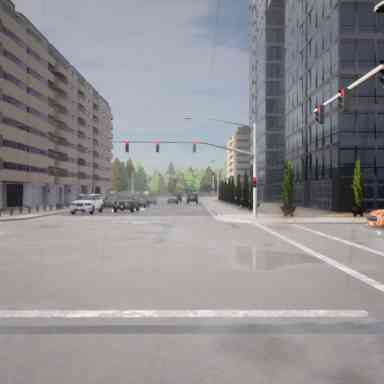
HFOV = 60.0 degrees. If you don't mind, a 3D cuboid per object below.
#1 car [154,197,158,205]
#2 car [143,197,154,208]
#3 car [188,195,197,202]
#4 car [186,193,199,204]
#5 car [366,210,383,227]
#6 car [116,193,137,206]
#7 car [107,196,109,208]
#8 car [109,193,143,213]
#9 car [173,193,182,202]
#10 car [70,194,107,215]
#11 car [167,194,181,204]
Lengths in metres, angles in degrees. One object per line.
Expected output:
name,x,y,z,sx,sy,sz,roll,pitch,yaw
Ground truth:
car,-7.186,1.564,58.341,1.994,1.385,4.181,0,0,1
car,-7.324,1.547,48.321,2.033,1.411,5.357,0,0,1
car,0.099,1.500,74.501,1.837,1.490,4.892,0,0,1
car,0.064,1.221,63.788,2.150,2.045,5.566,0,0,1
car,13.579,1.407,21.064,4.553,1.767,2.097,0,0,0
car,-10.735,1.221,54.948,2.150,2.045,5.566,0,0,1
car,-10.866,1.352,44.746,2.097,1.767,4.553,0,0,1
car,-7.418,1.221,38.077,2.150,2.045,5.566,0,0,1
car,-3.401,1.225,74.654,2.150,2.045,5.566,0,0,1
car,-10.927,1.221,34.902,2.150,2.045,5.566,0,0,-1
car,-3.467,1.525,61.439,1.812,1.442,4.674,0,0,1
